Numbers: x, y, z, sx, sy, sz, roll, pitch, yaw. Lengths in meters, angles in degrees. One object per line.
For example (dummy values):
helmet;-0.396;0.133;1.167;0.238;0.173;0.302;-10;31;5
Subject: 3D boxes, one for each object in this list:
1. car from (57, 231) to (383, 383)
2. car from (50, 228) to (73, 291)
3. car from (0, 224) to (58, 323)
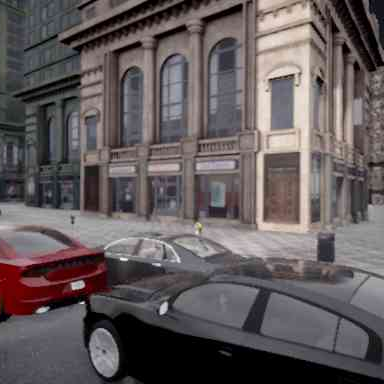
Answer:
car;0.795;1.488;3.656;5.008;1.535;1.882;1;0;38
car;-0.890;1.539;7.320;4.403;1.369;2.008;1;0;36
car;-4.021;1.435;7.150;5.008;1.535;1.882;1;0;34
